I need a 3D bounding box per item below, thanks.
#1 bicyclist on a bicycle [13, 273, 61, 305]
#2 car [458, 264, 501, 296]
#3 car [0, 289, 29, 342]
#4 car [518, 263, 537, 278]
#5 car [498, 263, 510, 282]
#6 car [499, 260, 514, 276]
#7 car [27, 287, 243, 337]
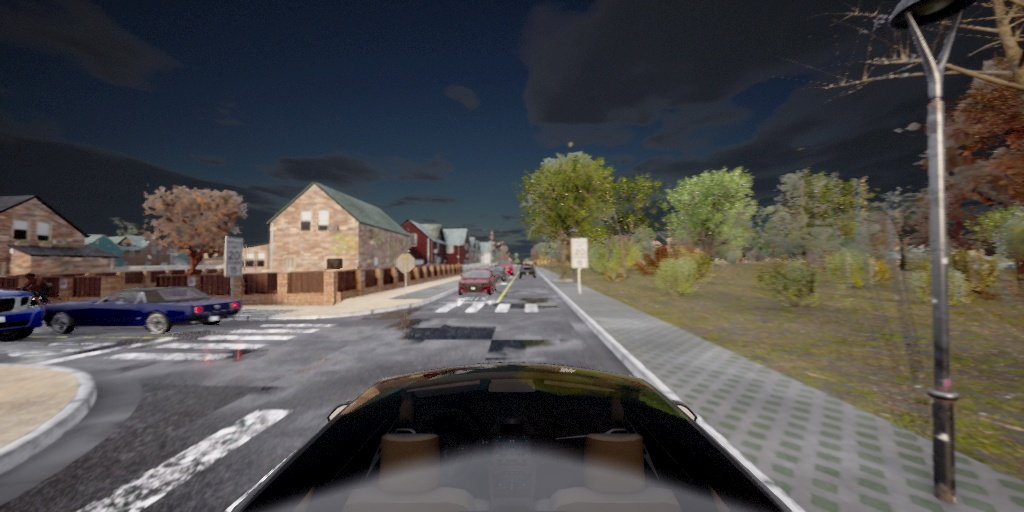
[{"bbox_3d":[-19.648,1.519,14.773,0.582,1.620,1.656,-1,-2,4],"label":"bicyclist on a bicycle"},{"bbox_3d":[-1.976,1.489,21.666,1.882,1.535,5.008,0,-1,2],"label":"car"},{"bbox_3d":[-14.772,1.169,8.559,5.566,2.045,2.150,-1,-2,4],"label":"car"},{"bbox_3d":[1.806,1.759,42.090,1.837,1.490,4.892,0,-1,2],"label":"car"},{"bbox_3d":[-1.463,1.678,34.255,1.837,1.490,4.892,0,-1,2],"label":"car"},{"bbox_3d":[-0.888,1.583,47.877,2.150,2.045,5.566,0,-1,3],"label":"car"},{"bbox_3d":[-11.123,1.603,10.890,4.718,1.301,1.895,-1,-2,3],"label":"car"}]
